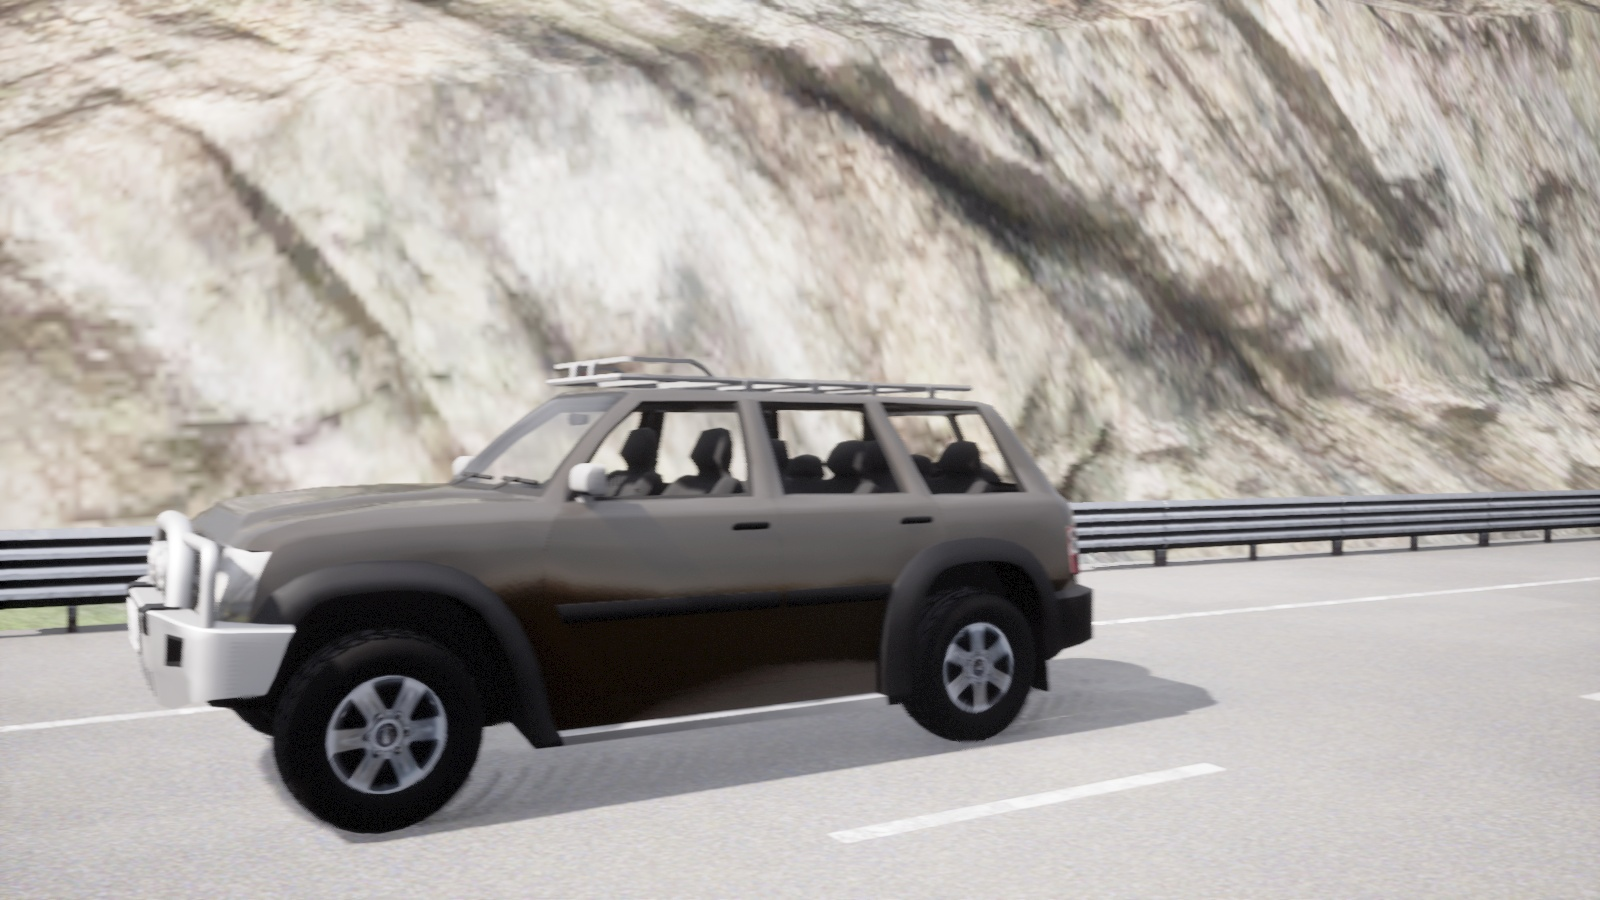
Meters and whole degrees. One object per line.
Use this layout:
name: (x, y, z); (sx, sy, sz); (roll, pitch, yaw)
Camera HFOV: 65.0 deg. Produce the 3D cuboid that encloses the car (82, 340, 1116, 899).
car: (-0.825, 0.523, 6.171); (4.605, 1.855, 1.932); (-1, 1, -32)
